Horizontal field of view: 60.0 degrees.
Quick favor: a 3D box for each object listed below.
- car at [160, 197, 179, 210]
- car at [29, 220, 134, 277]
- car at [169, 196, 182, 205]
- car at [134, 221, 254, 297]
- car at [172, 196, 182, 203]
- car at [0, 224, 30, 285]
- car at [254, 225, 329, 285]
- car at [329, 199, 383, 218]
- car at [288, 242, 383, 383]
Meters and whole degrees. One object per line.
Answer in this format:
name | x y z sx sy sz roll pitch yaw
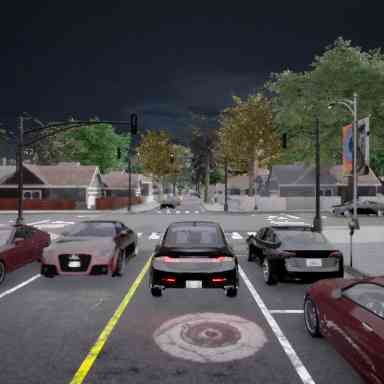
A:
car | -3.078 1.623 43.785 1.895 1.301 4.718 0 0 1
car | -2.843 1.564 10.049 1.994 1.385 4.181 0 0 0
car | -3.064 1.386 54.811 2.097 1.767 4.553 0 0 0
car | 0.062 1.492 8.565 2.128 1.511 4.902 0 0 1
car | -2.996 1.532 69.506 1.882 1.535 5.008 0 0 0
car | -5.377 1.582 9.296 1.802 1.307 4.206 0 0 0
car | 2.648 1.566 9.288 1.947 1.339 4.313 0 0 0
car | 14.565 1.398 29.001 4.902 1.511 2.128 0 0 -1
car | 2.641 1.582 3.769 1.802 1.307 4.206 0 0 0
